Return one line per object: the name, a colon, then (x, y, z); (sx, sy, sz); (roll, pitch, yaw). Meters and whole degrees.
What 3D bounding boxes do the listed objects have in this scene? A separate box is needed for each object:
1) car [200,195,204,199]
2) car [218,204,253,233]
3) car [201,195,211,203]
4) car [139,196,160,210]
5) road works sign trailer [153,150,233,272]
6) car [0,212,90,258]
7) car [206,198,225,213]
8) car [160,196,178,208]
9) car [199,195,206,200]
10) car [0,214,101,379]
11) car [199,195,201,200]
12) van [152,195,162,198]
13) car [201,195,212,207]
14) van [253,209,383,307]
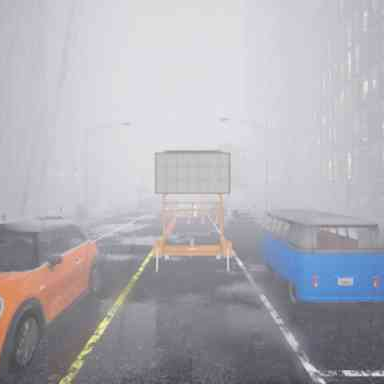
car: (2.799, 1.534, 53.237); (2.008, 1.369, 4.403); (0, 0, 0)
car: (2.729, 1.580, 19.082); (1.802, 1.307, 4.206); (0, 0, 0)
car: (2.834, 1.395, 70.314); (1.967, 1.590, 4.097); (0, 0, 0)
car: (-5.605, 1.544, 41.873); (2.008, 1.369, 4.403); (0, 0, 0)
road works sign trailer: (0.022, 0.463, 10.723); (2.380, 3.560, 2.880); (0, 0, 0)
car: (-5.663, 1.580, 13.410); (1.802, 1.307, 4.206); (0, 0, 0)
car: (2.764, 1.578, 36.160); (1.802, 1.307, 4.206); (0, 0, 0)
car: (-2.998, 1.553, 47.753); (1.994, 1.385, 4.181); (0, 0, 0)
car: (2.881, 1.455, 93.085); (1.887, 1.381, 4.507); (0, 0, 0)
car: (-3.089, 1.351, 5.582); (2.097, 1.767, 4.553); (0, 0, 0)
car: (2.823, 1.405, 64.622); (1.967, 1.590, 4.097); (0, 0, 0)
van: (-5.581, 1.324, 53.258); (1.690, 1.788, 3.998); (0, 0, 0)
car: (2.788, 1.540, 47.545); (2.008, 1.369, 4.403); (0, 0, 0)
van: (2.706, 1.340, 7.698); (1.690, 1.788, 3.998); (0, 0, 0)
